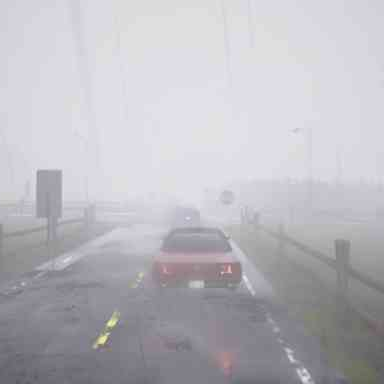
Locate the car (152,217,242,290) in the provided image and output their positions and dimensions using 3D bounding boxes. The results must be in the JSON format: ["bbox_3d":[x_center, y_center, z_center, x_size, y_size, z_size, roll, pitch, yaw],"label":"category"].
[{"bbox_3d":[0.103,1.601,9.004,1.895,1.301,4.718,0,0,0],"label":"car"}]

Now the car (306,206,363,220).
[{"bbox_3d":[13.251,1.956,31.170,4.718,1.301,1.895,1,-1,1],"label":"car"}]

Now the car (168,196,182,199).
[{"bbox_3d":[-2.826,1.576,46.190,1.994,1.385,4.181,0,0,0],"label":"car"}]

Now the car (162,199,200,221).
[{"bbox_3d":[-0.818,1.478,23.049,1.882,1.535,5.008,0,0,-13],"label":"car"}]

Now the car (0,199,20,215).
[{"bbox_3d":[-17.372,1.083,28.462,5.008,1.535,1.882,2,-1,0],"label":"car"}]

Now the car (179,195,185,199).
[{"bbox_3d":[-2.747,1.578,65.067,2.033,1.411,5.357,0,0,0],"label":"car"}]

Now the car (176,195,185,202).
[{"bbox_3d":[-2.727,1.510,80.137,1.882,1.535,5.008,0,0,0],"label":"car"}]
